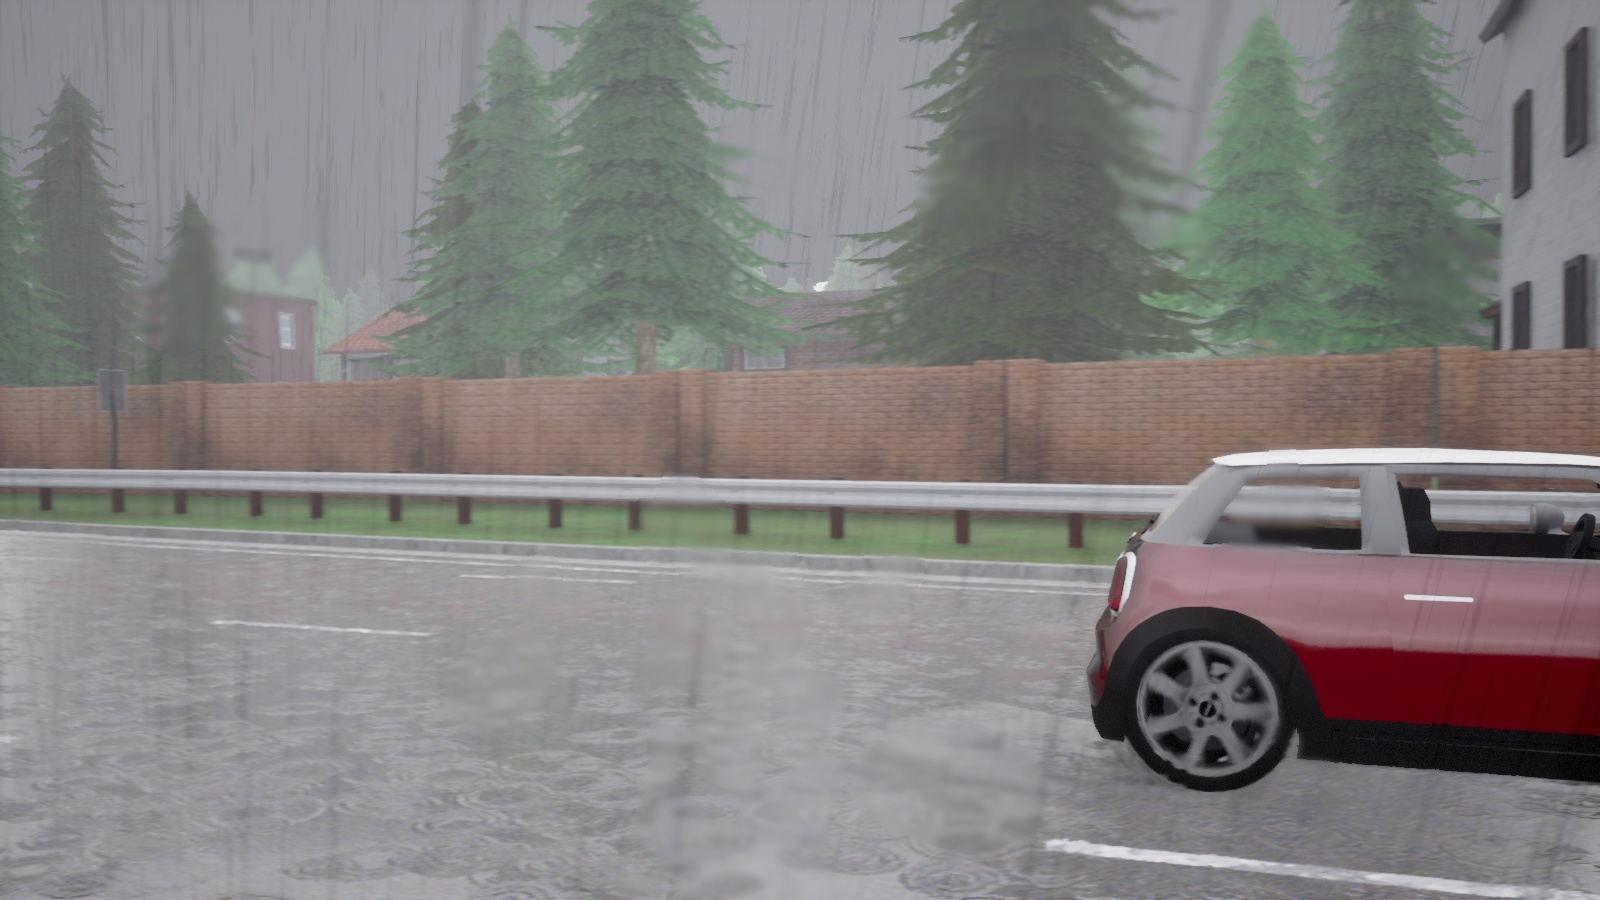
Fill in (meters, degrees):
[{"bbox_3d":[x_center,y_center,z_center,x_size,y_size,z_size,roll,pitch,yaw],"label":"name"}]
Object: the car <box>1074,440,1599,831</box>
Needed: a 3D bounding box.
[{"bbox_3d":[3.311,0.712,5.771,3.806,1.475,1.970,1,1,19],"label":"car"}]
